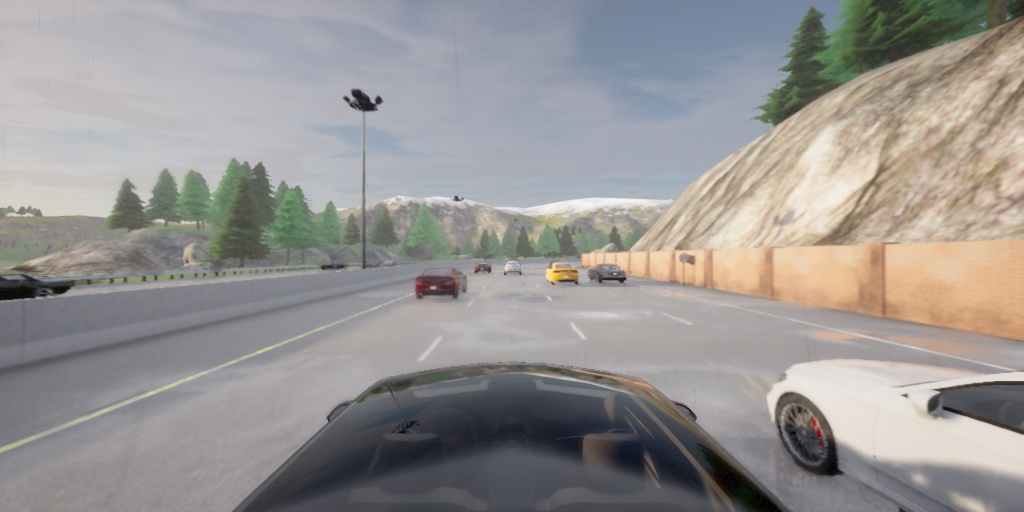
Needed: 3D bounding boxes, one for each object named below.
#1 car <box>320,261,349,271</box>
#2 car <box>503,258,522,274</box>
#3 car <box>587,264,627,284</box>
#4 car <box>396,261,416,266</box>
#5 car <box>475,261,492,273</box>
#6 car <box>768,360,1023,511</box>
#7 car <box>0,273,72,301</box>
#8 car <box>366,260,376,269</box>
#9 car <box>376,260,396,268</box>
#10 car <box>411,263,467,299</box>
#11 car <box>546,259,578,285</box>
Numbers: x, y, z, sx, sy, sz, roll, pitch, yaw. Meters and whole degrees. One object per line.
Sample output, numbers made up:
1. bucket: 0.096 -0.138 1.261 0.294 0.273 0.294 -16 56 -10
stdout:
1. car: -24.537 1.353 49.647 1.895 1.301 4.718 0 0 1
2. car: 0.099 1.277 39.996 1.812 1.442 4.674 0 0 0
3. car: 7.101 1.298 27.209 2.033 1.411 5.357 0 0 0
4. car: -14.046 1.316 49.574 1.994 1.385 4.181 0 0 1
5. car: -3.402 1.277 43.134 1.812 1.442 4.674 0 0 0
6. car: 3.596 1.276 1.796 1.812 1.442 4.674 0 0 0
7. car: -21.095 1.352 14.131 1.895 1.301 4.718 0 0 0
8. car: -21.031 1.319 54.923 1.994 1.385 4.181 0 0 1
9. car: -17.529 1.279 51.789 1.812 1.442 4.674 0 0 1
10. car: -3.398 1.228 17.953 1.882 1.535 5.008 0 0 0
11. car: 3.602 1.228 26.330 1.882 1.535 5.008 0 0 0
